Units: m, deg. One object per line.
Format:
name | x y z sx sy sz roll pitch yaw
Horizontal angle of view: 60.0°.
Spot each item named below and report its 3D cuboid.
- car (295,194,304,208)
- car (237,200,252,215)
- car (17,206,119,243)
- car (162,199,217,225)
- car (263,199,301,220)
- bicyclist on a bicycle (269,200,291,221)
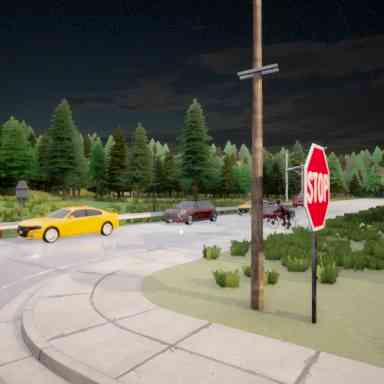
car | 15.456 1.225 45.119 2.150 2.045 5.566 0 0 37
car | 6.213 1.476 32.751 1.882 1.535 5.008 0 0 36
car | -5.908 1.476 16.373 1.882 1.535 5.008 0 0 36
car | -0.107 1.350 24.218 2.097 1.767 4.553 0 0 36
car | 7.237 1.563 27.926 1.994 1.385 4.181 0 0 36
bicyclist on a bicycle | 4.975 1.300 18.505 1.656 1.620 0.582 0 0 36
